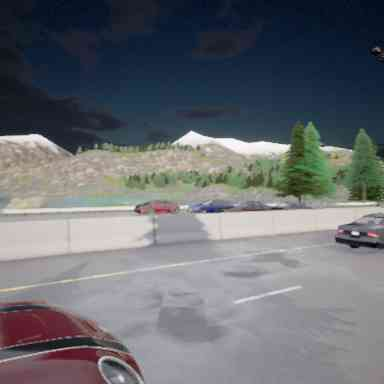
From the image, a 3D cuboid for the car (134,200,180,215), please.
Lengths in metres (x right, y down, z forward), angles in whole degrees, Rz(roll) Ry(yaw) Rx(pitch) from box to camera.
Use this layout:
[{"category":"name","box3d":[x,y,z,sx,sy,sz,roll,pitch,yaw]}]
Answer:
[{"category":"car","box3d":[-3.221,1.400,30.981,4.181,1.385,1.994,0,0,-30]}]

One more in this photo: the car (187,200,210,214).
[{"category":"car","box3d":[1.828,1.387,29.875,4.674,1.442,1.812,0,0,-29]}]

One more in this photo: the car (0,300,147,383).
[{"category":"car","box3d":[-2.469,1.330,1.900,4.553,1.767,2.097,0,0,-37]}]

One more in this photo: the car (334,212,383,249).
[{"category":"car","box3d":[7.947,1.515,13.058,5.357,1.411,2.033,0,0,-30]}]

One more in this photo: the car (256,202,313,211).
[{"category":"car","box3d":[7.274,1.472,24.874,4.181,1.385,1.994,0,0,-28]}]

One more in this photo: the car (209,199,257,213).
[{"category":"car","box3d":[4.447,1.432,27.388,5.357,1.411,2.033,0,0,-29]}]
